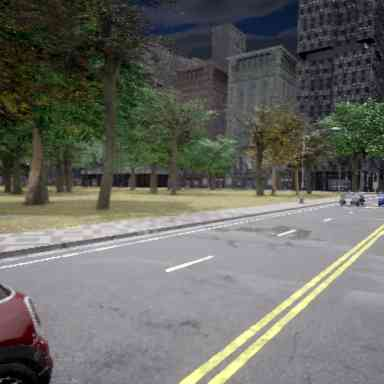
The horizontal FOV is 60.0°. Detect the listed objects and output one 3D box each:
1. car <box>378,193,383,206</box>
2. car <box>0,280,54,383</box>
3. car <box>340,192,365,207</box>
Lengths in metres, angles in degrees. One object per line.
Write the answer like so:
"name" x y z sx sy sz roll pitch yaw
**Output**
"car" 21.638 0.783 36.262 1.882 1.535 5.008 3 2 36
"car" -3.293 1.202 1.865 2.097 1.767 4.553 3 2 36
"car" 17.344 0.708 35.876 2.128 1.511 4.902 3 2 36
